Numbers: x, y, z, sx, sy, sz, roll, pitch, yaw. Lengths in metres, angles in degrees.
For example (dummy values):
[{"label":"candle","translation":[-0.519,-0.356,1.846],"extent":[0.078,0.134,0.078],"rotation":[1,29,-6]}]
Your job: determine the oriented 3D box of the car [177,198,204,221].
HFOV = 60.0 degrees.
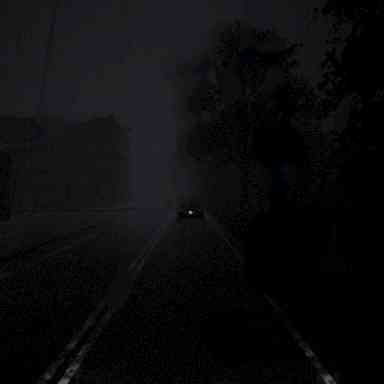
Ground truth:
[{"label":"car","translation":[-0.134,1.419,25.636],"extent":[1.994,1.385,4.181],"rotation":[0,0,-1]}]
